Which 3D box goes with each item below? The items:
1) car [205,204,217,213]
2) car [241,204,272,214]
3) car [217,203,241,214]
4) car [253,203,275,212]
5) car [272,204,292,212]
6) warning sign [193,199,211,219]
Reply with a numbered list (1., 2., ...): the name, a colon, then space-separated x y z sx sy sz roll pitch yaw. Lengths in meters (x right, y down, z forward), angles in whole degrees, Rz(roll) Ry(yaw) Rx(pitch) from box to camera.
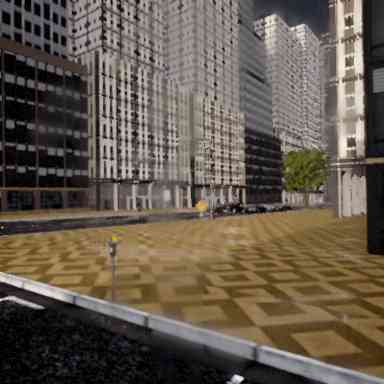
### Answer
1. car: 4.219 2.490 51.913 2.033 1.411 5.357 -1 -2 37
2. car: 9.241 2.389 47.620 1.994 1.385 4.181 -1 -2 37
3. car: 6.118 2.372 48.882 1.837 1.490 4.892 -1 -1 37
4. car: 12.457 2.642 57.544 1.895 1.301 4.718 -1 -2 36
5. car: 15.074 2.588 55.616 1.895 1.301 4.718 -1 -2 36
6. warning sign: 0.941 1.607 31.630 1.300 1.860 1.060 0 0 36
